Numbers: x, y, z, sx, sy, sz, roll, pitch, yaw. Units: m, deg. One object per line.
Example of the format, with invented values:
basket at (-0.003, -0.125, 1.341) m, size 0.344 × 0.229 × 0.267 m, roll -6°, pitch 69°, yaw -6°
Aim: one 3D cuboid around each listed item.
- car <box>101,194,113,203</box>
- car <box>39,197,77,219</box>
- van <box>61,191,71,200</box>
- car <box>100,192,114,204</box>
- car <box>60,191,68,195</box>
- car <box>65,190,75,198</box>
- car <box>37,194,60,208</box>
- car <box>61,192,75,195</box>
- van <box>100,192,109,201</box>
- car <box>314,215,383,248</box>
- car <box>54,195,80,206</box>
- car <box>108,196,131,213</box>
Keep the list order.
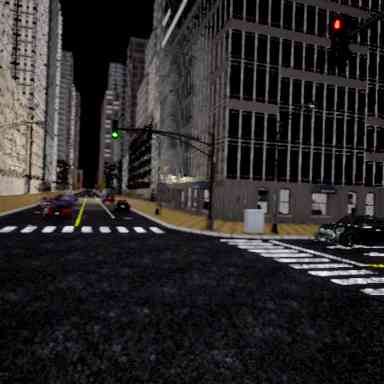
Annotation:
car at (-15.853, 1.184, 62.104) m, size 1.967 × 1.590 × 4.097 m, roll 2°, pitch 0°, yaw -17°
car at (-10.293, 1.334, 25.844) m, size 1.994 × 1.385 × 4.181 m, roll 2°, pitch 0°, yaw -17°
van at (-26.642, 0.713, 70.332) m, size 1.690 × 1.788 × 3.998 m, roll 2°, pitch 0°, yaw -17°
car at (-14.213, 1.096, 56.823) m, size 2.192 × 1.841 × 5.009 m, roll 2°, pitch 0°, yaw -17°
car at (-21.744, 1.049, 54.491) m, size 1.947 × 1.339 × 4.313 m, roll 2°, pitch 0°, yaw -17°
car at (-31.547, 0.574, 86.172) m, size 2.192 × 1.841 × 5.009 m, roll 2°, pitch 0°, yaw -17°
car at (-16.839, 1.172, 38.650) m, size 1.802 × 1.307 × 4.206 m, roll 2°, pitch 0°, yaw -17°
car at (-16.404, 1.190, 45.615) m, size 2.033 × 1.411 × 5.357 m, roll 2°, pitch 0°, yaw -17°
van at (-19.120, 1.010, 72.664) m, size 1.690 × 1.788 × 3.998 m, roll 2°, pitch 0°, yaw -17°
car at (9.213, 2.097, 18.706) m, size 4.553 × 1.767 × 2.097 m, roll 3°, pitch -1°, yaw -20°
car at (-13.290, 1.309, 35.522) m, size 1.895 × 1.301 × 4.718 m, roll 2°, pitch 0°, yaw -17°
car at (-7.635, 1.489, 35.718) m, size 1.947 × 1.339 × 4.313 m, roll 2°, pitch 0°, yaw -17°
